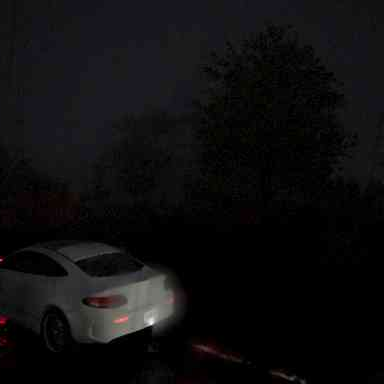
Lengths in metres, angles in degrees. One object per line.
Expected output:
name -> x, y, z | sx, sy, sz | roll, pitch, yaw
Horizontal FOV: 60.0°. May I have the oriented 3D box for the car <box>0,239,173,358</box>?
car -> -2.446, 1.621, 6.148 | 4.674, 1.442, 1.812 | 0, -1, 36
